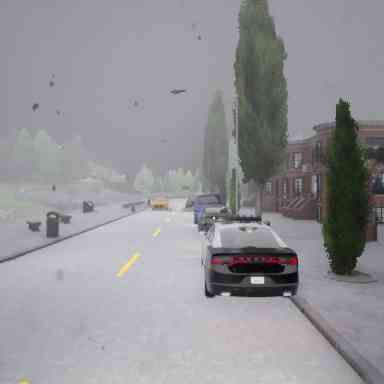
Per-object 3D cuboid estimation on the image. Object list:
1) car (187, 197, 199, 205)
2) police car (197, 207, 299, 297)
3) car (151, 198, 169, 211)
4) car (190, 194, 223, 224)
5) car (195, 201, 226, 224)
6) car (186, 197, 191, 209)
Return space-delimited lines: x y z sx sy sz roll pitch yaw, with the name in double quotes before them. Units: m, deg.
"car" 0.125 1.564 58.925 1.994 1.385 4.181 0 0 0
"police car" 1.218 1.425 8.729 1.930 1.638 5.238 0 0 0
"car" -3.913 1.477 41.639 1.882 1.535 5.008 0 0 0
"car" 1.191 1.174 24.649 2.150 2.045 5.566 -3 0 0
"car" 1.238 1.505 18.618 1.837 1.490 4.892 0 0 0
"car" 0.115 1.601 46.190 1.895 1.301 4.718 0 0 1
